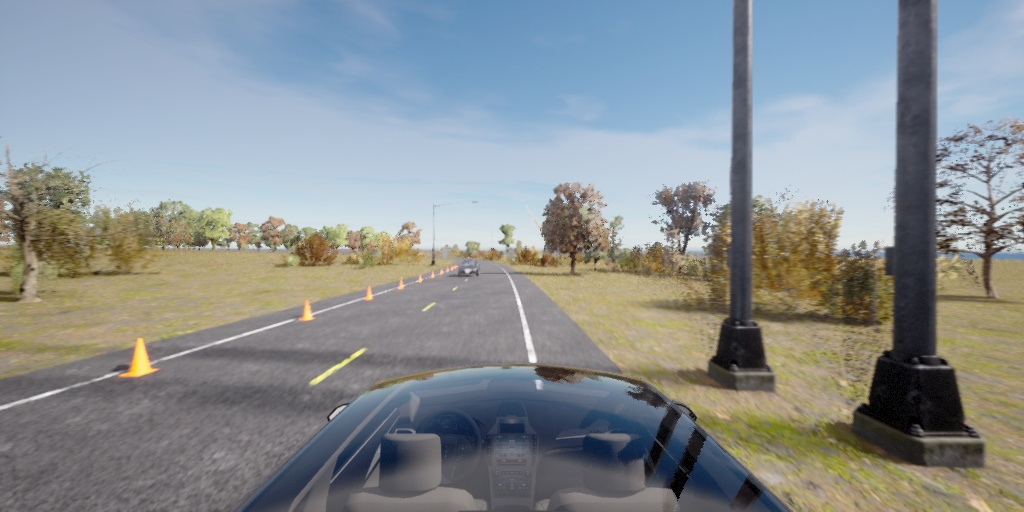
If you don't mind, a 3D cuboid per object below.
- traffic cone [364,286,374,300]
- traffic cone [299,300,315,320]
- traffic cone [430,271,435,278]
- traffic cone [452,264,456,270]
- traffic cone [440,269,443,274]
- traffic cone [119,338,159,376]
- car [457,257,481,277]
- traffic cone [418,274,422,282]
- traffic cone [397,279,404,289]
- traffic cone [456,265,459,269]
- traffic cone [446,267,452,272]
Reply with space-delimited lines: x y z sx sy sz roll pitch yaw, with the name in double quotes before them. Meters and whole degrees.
"traffic cone" -6.362 1.627 15.965 0.340 0.580 0.340 0 0 -1
"traffic cone" -6.282 1.647 10.990 0.340 0.580 0.340 0 0 -1
"traffic cone" -6.834 1.567 30.884 0.340 0.580 0.340 0 0 -3
"traffic cone" -7.657 1.504 45.787 0.340 0.580 0.340 0 0 -4
"traffic cone" -7.070 1.546 35.854 0.340 0.580 0.340 0 0 -3
"traffic cone" -6.241 1.667 6.015 0.340 0.580 0.340 0 0 0
"car" -3.885 1.107 32.888 2.128 1.511 4.902 0 0 -3
"traffic cone" -6.638 1.587 25.912 0.340 0.580 0.340 0 0 -2
"traffic cone" -6.481 1.607 20.939 0.340 0.580 0.340 0 0 -2
"traffic cone" -8.010 1.483 50.751 0.340 0.580 0.340 0 0 -4
"traffic cone" -7.345 1.525 40.822 0.340 0.580 0.340 0 0 -3
